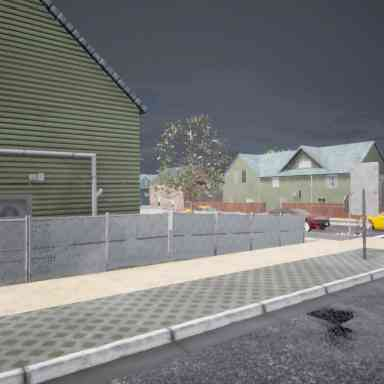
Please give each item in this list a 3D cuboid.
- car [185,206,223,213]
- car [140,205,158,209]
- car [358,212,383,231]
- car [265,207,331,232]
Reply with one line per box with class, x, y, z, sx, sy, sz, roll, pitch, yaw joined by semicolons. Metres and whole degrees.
car;1.299;2.037;30.799;1.882;1.535;5.008;-1;-1;-36
car;-5.254;2.352;39.971;1.812;1.442;4.674;-1;-1;-35
car;12.642;1.629;19.999;1.882;1.535;5.008;-1;-1;-36
car;6.970;1.806;22.857;1.882;1.535;5.008;-1;-1;-36
